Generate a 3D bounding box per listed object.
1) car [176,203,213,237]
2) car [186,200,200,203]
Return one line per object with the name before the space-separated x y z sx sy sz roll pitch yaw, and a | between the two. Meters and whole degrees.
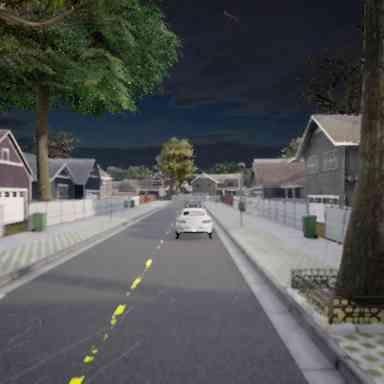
car | 0.102 1.539 17.828 1.812 1.442 4.674 0 0 0
car | 0.100 1.638 39.425 1.895 1.301 4.718 0 0 0
